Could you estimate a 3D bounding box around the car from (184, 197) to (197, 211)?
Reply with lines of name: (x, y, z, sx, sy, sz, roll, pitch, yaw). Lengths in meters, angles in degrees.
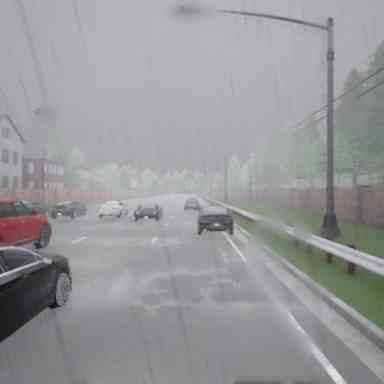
car: (0.024, 1.541, 41.266, 1.994, 1.385, 4.181, 0, 0, 0)

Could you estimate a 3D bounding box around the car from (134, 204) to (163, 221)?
car: (-3.404, 1.585, 26.890, 1.895, 1.301, 4.718, 0, 0, 0)

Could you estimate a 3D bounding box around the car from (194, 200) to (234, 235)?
car: (1.222, 1.467, 18.963, 1.882, 1.535, 5.008, 0, 0, 0)

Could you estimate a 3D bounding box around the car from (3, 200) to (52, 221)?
car: (-13.906, 1.488, 28.503, 1.837, 1.490, 4.892, 0, 0, 0)

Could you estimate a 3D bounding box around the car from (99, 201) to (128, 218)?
car: (-6.918, 1.508, 29.440, 1.812, 1.442, 4.674, 0, 0, 0)

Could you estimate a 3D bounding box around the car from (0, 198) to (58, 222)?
car: (-6.902, 1.215, 11.450, 2.150, 2.045, 5.566, 0, 0, 0)

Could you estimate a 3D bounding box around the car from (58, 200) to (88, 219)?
car: (-10.405, 1.488, 28.490, 1.837, 1.490, 4.892, 0, 0, 0)

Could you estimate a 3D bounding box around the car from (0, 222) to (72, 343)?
car: (-3.400, 1.488, 4.979, 2.128, 1.511, 4.902, 0, 0, 0)

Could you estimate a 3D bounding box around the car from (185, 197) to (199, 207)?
car: (-0.008, 1.518, 52.198, 2.033, 1.411, 5.357, 0, 0, 0)
